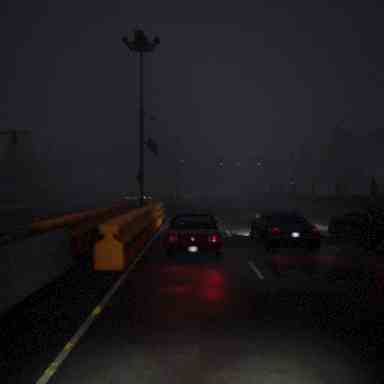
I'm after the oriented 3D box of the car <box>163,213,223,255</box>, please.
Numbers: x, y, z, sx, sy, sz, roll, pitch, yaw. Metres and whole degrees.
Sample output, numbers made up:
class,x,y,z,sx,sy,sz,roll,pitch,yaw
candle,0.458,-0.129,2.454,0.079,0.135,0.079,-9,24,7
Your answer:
class,x,y,z,sx,sy,sz,roll,pitch,yaw
car,0.066,1.451,12.559,1.895,1.301,4.718,0,1,1

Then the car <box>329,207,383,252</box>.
class,x,y,z,sx,sy,sz,roll,pitch,yaw
car,7.077,1.333,13.136,2.128,1.511,4.902,0,1,1

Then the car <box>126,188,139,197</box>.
class,x,y,z,sx,sy,sz,roll,pitch,yaw
car,-13.601,0.171,76.820,2.150,2.045,5.566,0,1,0

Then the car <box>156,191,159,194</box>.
class,x,y,z,sx,sy,sz,roll,pitch,yaw
car,-10.011,0.234,92.474,1.812,1.442,4.674,0,1,0

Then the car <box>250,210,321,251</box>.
class,x,y,z,sx,sy,sz,roll,pitch,yaw
car,3.581,1.403,13.386,1.994,1.385,4.181,0,1,1

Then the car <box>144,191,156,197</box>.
class,x,y,z,sx,sy,sz,roll,pitch,yaw
car,-10.102,0.472,76.708,1.812,1.442,4.674,0,1,0
